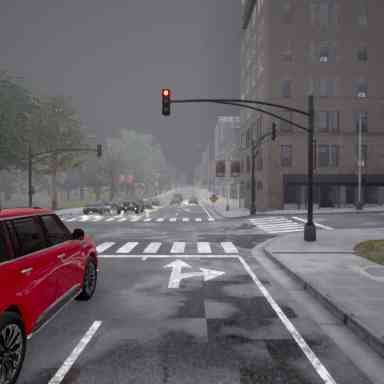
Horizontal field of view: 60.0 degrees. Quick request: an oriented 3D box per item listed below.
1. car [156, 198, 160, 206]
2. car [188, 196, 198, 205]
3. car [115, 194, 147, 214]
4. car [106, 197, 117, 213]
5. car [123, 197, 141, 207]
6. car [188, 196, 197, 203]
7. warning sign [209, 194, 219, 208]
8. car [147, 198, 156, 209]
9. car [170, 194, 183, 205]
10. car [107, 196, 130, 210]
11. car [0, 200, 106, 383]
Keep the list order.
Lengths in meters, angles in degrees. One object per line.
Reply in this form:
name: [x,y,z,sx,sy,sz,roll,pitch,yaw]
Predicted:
car: [-6.490,1.648,55.447,1.994,1.385,4.181,0,0,1]
car: [0.196,1.652,63.121,2.033,1.411,5.357,0,0,0]
car: [-6.547,1.252,35.828,2.150,2.045,5.566,0,0,0]
car: [-9.800,1.575,34.943,2.033,1.411,5.357,0,0,0]
car: [-9.756,1.573,54.691,2.128,1.511,4.902,0,0,0]
car: [0.115,1.622,75.306,1.837,1.490,4.892,0,0,0]
warning sign: [2.940,1.168,45.026,1.300,1.860,1.060,1,1,0]
car: [-6.532,1.579,45.583,1.812,1.442,4.674,0,0,0]
car: [-3.058,1.650,62.500,2.033,1.411,5.357,0,0,0]
car: [-9.781,1.403,44.475,2.097,1.767,4.553,0,0,0]
car: [-3.119,1.220,5.166,2.150,2.045,5.566,0,0,-2]
